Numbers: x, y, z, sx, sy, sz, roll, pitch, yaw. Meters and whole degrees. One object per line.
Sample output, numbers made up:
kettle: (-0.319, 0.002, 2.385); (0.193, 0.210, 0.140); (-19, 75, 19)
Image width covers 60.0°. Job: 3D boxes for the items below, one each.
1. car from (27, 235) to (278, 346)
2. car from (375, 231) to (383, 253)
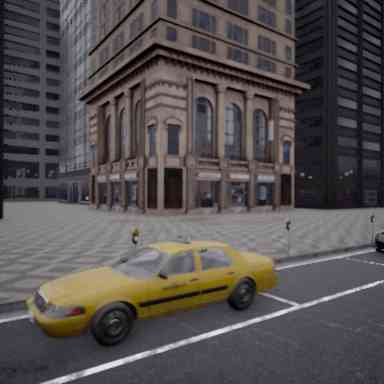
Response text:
car: (-0.421, 1.550, 6.347); (4.829, 1.417, 1.752); (1, 0, -35)
car: (8.906, 1.680, 12.988); (4.313, 1.339, 1.947); (1, 0, -35)
